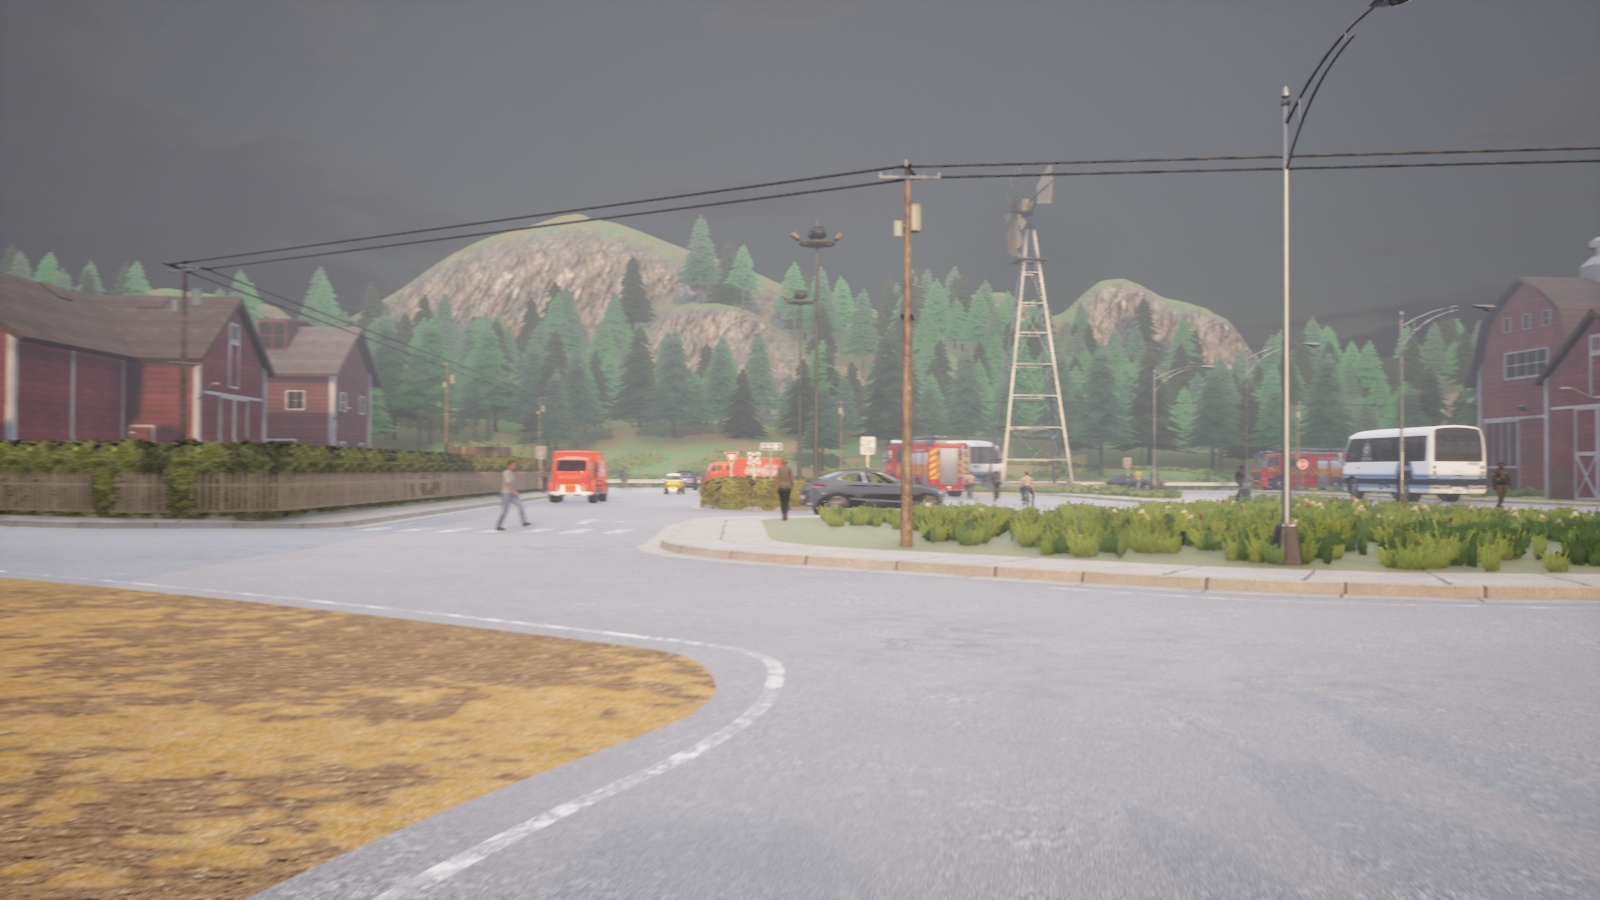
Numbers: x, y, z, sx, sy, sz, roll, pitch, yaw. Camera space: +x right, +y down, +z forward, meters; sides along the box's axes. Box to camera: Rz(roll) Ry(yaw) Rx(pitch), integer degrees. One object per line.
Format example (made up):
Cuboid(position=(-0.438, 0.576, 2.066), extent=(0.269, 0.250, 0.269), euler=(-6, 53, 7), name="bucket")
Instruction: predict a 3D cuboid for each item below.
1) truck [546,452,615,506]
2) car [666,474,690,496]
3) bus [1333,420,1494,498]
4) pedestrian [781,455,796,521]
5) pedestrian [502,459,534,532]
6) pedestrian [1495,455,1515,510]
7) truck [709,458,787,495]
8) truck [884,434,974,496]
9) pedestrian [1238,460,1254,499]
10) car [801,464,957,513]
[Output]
Cuboid(position=(-10.485, 1.371, 60.375), extent=(2.627, 2.467, 5.204), euler=(0, -1, -3), name="truck")
Cuboid(position=(-7.954, 2.266, 81.904), extent=(1.481, 1.376, 2.207), euler=(0, -1, -3), name="car")
Cuboid(position=(35.616, 0.565, 73.580), extent=(3.944, 4.253, 10.273), euler=(0, -1, -3), name="bus")
Cuboid(position=(-0.323, 1.069, 35.702), extent=(0.331, 1.846, 0.634), euler=(0, -1, 6), name="pedestrian")
Cuboid(position=(-7.149, 1.156, 31.814), extent=(0.706, 1.836, 0.354), euler=(0, -1, 13), name="pedestrian")
Cuboid(position=(24.637, 1.132, 43.886), extent=(0.395, 1.930, 0.692), euler=(0, -1, 11), name="pedestrian")
Cuboid(position=(-3.615, 1.788, 86.676), extent=(5.204, 2.467, 2.627), euler=(0, 0, -7), name="truck")
Cuboid(position=(8.258, 0.994, 81.615), extent=(2.891, 3.827, 8.468), euler=(0, -1, -15), name="truck")
Cuboid(position=(22.283, 1.452, 62.782), extent=(0.402, 1.930, 0.666), euler=(0, -1, -25), name="pedestrian")
Cuboid(position=(2.732, 1.320, 43.835), extent=(5.027, 1.651, 2.152), euler=(0, -1, -14), name="car")
